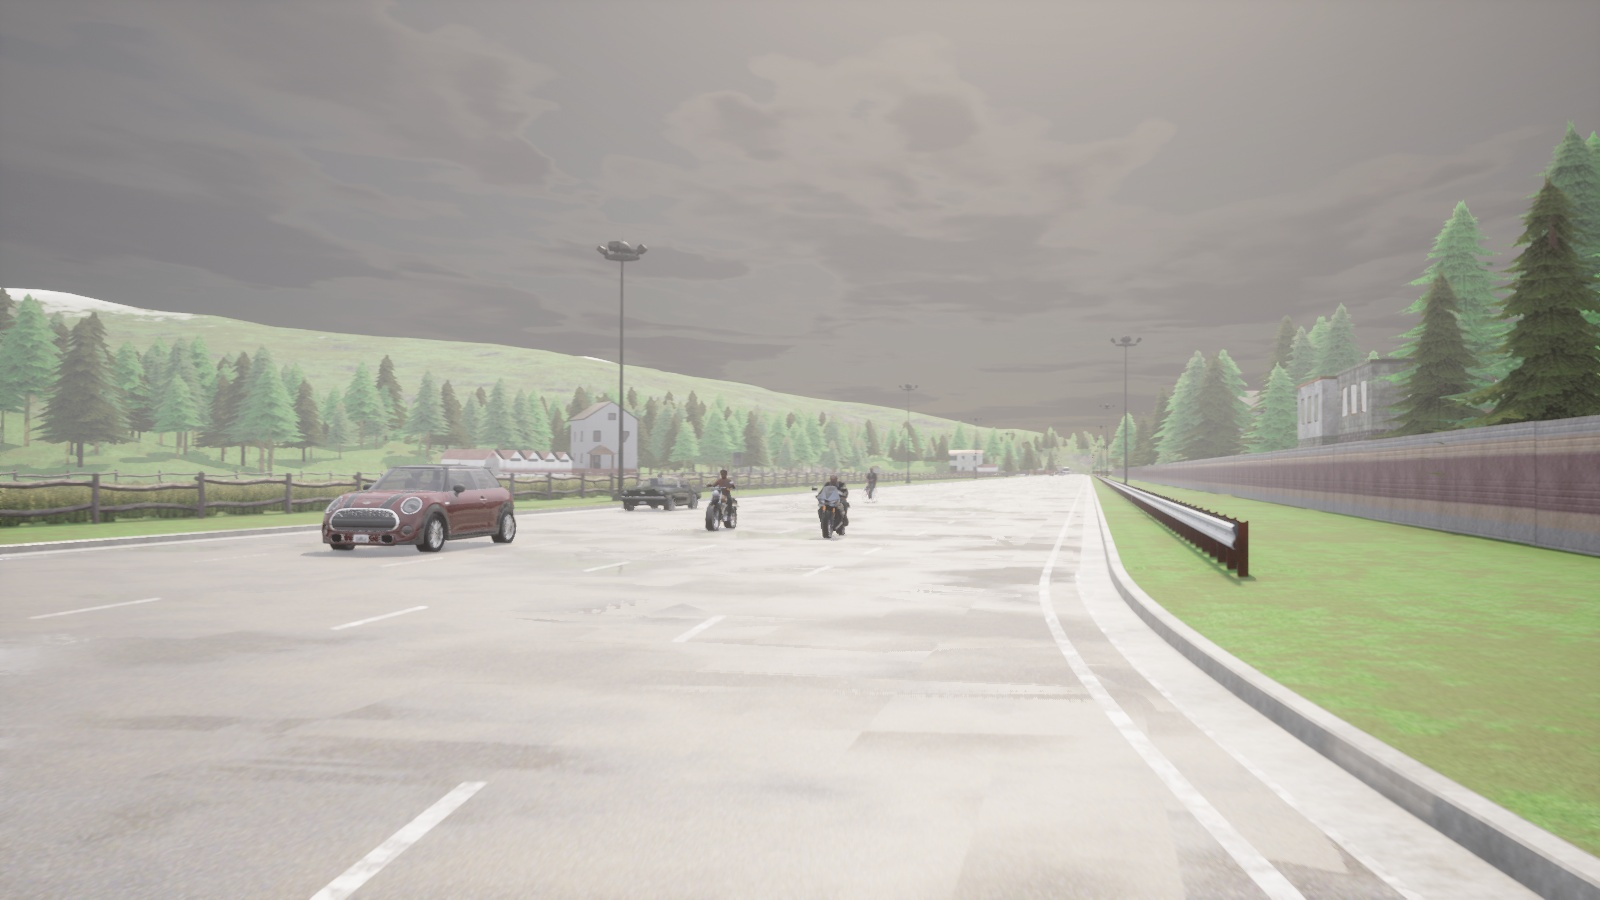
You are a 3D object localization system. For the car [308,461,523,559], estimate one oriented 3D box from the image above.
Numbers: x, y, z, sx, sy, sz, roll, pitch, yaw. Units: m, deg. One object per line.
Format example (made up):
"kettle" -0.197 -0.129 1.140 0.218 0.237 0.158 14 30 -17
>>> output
"car" -7.478 1.120 24.979 2.097 1.767 4.553 0 -1 13

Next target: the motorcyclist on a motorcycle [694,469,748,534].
"motorcyclist on a motorcycle" -2.049 1.325 32.952 0.766 1.649 2.350 0 -1 13

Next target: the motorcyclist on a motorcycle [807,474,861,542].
"motorcyclist on a motorcycle" 0.821 1.346 29.818 0.866 1.530 2.191 0 -1 13

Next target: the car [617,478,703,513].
"car" -5.431 1.763 49.429 1.895 1.301 4.718 0 -1 13
